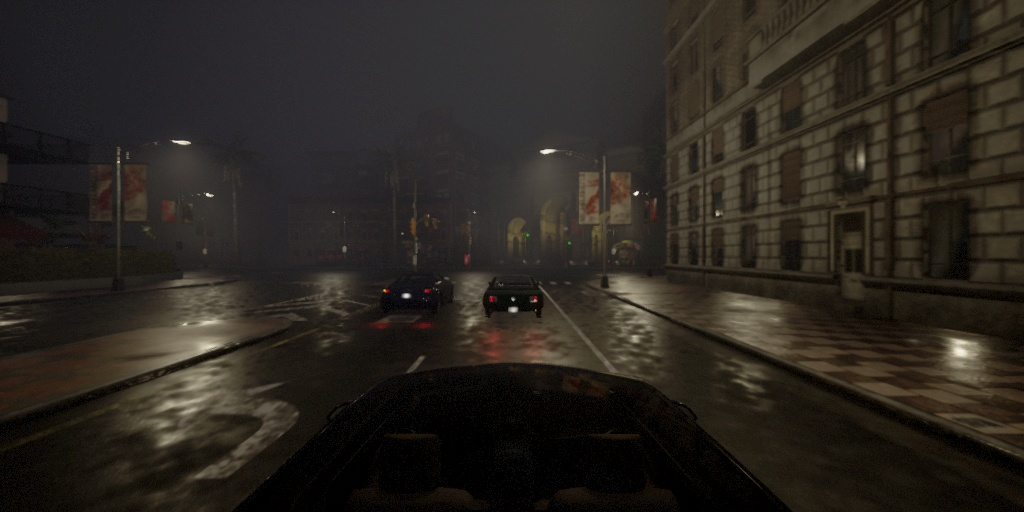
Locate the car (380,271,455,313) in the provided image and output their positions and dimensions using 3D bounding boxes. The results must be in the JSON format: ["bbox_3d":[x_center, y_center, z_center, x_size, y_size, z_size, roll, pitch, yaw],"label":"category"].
[{"bbox_3d":[-3.436,1.273,13.723,1.994,1.385,4.181,0,0,0],"label":"car"}]

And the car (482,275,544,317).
[{"bbox_3d":[0.060,1.313,12.949,1.895,1.301,4.718,0,0,0],"label":"car"}]
